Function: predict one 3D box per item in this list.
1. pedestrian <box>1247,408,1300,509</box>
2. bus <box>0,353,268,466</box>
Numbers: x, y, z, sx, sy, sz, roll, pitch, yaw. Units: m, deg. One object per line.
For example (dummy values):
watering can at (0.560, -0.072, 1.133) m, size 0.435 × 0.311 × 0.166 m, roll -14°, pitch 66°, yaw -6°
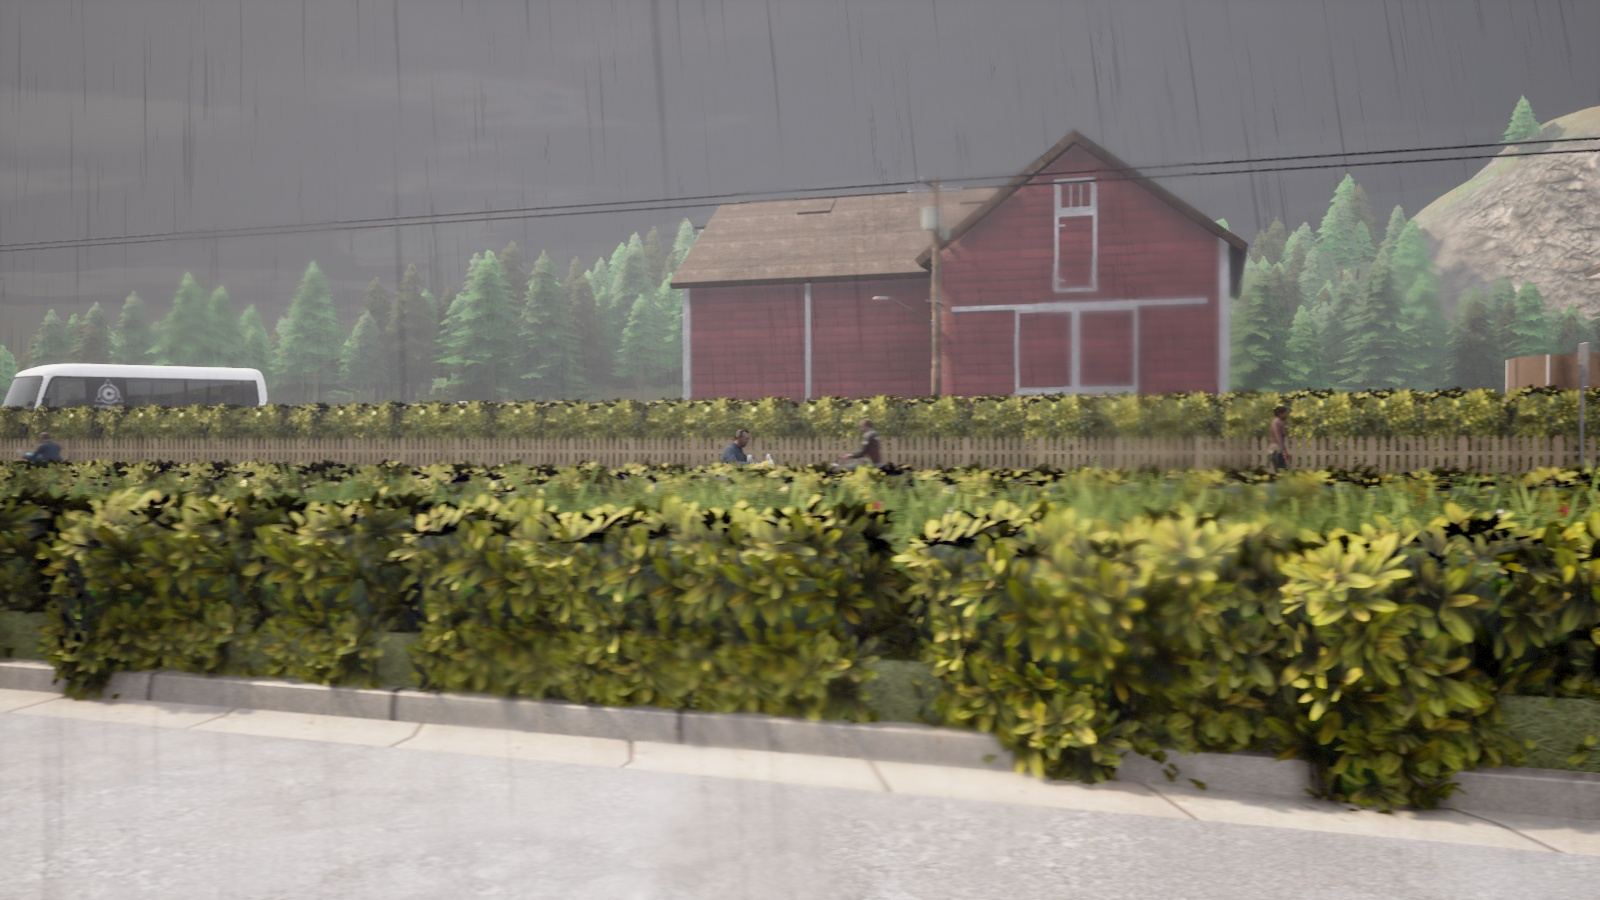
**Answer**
pedestrian at (8.554, 0.150, 22.720) m, size 0.869 × 1.805 × 0.328 m, roll 0°, pitch 1°, yaw 18°
bus at (-28.311, -1.632, 52.789) m, size 3.944 × 4.253 × 10.273 m, roll 1°, pitch 1°, yaw 37°
